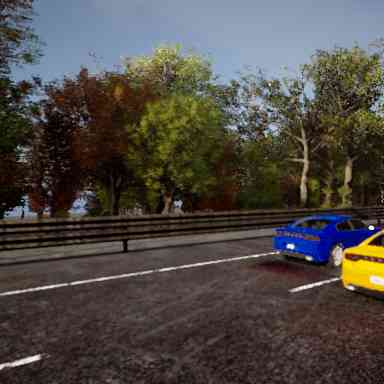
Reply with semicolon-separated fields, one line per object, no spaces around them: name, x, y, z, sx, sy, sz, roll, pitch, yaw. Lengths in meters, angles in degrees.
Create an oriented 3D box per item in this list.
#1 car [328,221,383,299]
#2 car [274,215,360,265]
car;5.505;1.531;7.724;5.008;1.535;1.882;0;0;-36
car;5.045;1.545;11.718;5.008;1.535;1.882;0;0;-36
